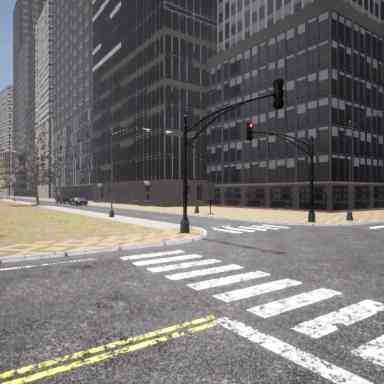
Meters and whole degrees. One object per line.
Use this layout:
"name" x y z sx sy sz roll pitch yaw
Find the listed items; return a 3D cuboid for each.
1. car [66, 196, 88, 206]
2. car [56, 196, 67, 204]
"car" -18.849 1.603 55.243 1.895 1.301 4.718 0 0 -35
"car" -24.641 1.511 63.508 1.837 1.490 4.892 0 0 -35
